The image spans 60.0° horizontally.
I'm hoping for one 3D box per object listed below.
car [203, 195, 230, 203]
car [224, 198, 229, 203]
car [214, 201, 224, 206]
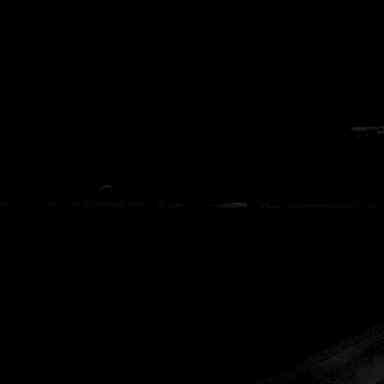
[{"bbox_3d":[4.404,1.271,60.404,4.674,1.442,1.812,0,0,14],"label":"car"},{"bbox_3d":[3.511,1.116,57.019,4.553,1.767,2.097,0,0,14],"label":"car"},{"bbox_3d":[1.816,1.310,50.228,4.902,1.511,2.128,0,0,14],"label":"car"}]
